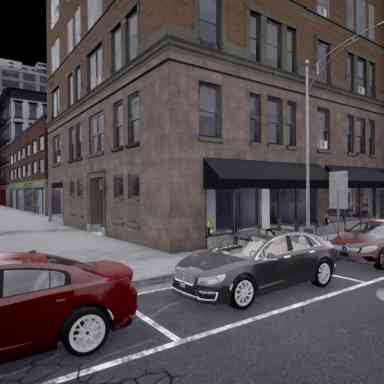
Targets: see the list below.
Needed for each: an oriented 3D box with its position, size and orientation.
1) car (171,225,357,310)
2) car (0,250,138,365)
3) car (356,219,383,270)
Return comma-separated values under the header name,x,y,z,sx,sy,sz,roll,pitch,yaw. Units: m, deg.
name,x,y,z,sx,sy,sz,roll,pitch,yaw
car,1.591,1.550,7.684,4.403,1.369,2.008,0,-1,-36
car,-2.950,1.545,4.438,4.507,1.381,1.887,0,-1,-36
car,6.133,1.581,10.931,4.206,1.307,1.802,0,-1,-36
